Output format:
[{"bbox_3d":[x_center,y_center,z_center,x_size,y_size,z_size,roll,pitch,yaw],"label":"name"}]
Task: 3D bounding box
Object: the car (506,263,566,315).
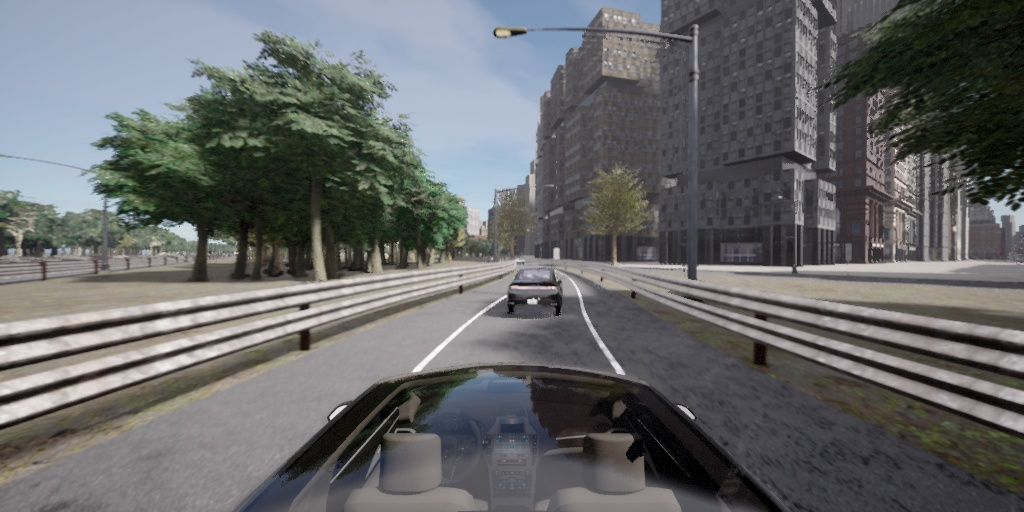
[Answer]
[{"bbox_3d":[0.972,1.197,13.553,2.128,1.511,4.902,0,0,8],"label":"car"}]
